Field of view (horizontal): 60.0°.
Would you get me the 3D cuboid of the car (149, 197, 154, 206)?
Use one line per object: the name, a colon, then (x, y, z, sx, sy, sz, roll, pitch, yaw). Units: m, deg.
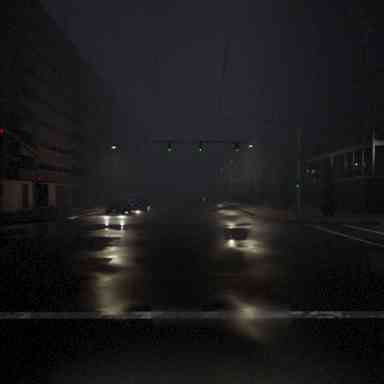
car: (-7.337, 1.547, 54.466, 2.033, 1.411, 5.357, 0, 0, 1)

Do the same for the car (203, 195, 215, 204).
car: (3.465, 1.491, 64.580, 2.128, 1.511, 4.902, 0, 0, 1)

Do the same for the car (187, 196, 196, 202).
car: (-0.021, 1.540, 74.758, 2.033, 1.411, 5.357, 0, 0, 1)

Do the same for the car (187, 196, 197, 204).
car: (-0.063, 1.547, 61.116, 2.033, 1.411, 5.357, 0, 0, 0)

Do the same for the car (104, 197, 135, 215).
car: (-7.464, 1.526, 34.092, 1.812, 1.442, 4.674, 0, 0, 0)

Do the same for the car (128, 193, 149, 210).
car: (-7.449, 1.221, 44.002, 2.150, 2.045, 5.566, 0, 0, 1)

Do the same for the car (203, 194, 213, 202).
car: (3.470, 1.355, 74.445, 2.097, 1.767, 4.553, 0, 0, 1)
